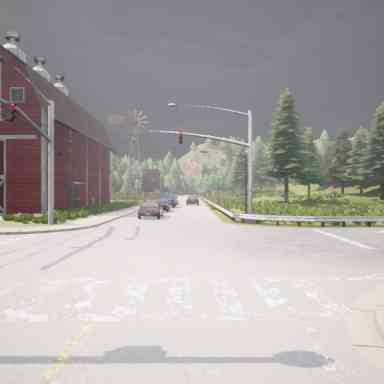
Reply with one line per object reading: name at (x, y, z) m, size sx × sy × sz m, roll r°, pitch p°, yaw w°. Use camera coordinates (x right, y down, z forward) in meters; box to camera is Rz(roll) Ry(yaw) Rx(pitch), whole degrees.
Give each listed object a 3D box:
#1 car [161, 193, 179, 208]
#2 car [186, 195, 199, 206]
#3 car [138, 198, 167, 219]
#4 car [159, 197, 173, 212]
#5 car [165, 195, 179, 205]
car at (-3.507, 1.221, 48.161) m, size 2.150 × 2.045 × 5.566 m, roll 0°, pitch 0°, yaw 1°
car at (0.094, 1.352, 55.549) m, size 2.097 × 1.767 × 4.553 m, roll 0°, pitch 0°, yaw 0°
car at (-3.551, 1.526, 29.143) m, size 1.812 × 1.442 × 4.674 m, roll 0°, pitch 0°, yaw 0°
car at (-3.535, 1.601, 38.304) m, size 1.895 × 1.301 × 4.718 m, roll 0°, pitch 0°, yaw 0°
car at (-3.464, 1.352, 58.241) m, size 2.097 × 1.767 × 4.553 m, roll 0°, pitch 0°, yaw 0°
